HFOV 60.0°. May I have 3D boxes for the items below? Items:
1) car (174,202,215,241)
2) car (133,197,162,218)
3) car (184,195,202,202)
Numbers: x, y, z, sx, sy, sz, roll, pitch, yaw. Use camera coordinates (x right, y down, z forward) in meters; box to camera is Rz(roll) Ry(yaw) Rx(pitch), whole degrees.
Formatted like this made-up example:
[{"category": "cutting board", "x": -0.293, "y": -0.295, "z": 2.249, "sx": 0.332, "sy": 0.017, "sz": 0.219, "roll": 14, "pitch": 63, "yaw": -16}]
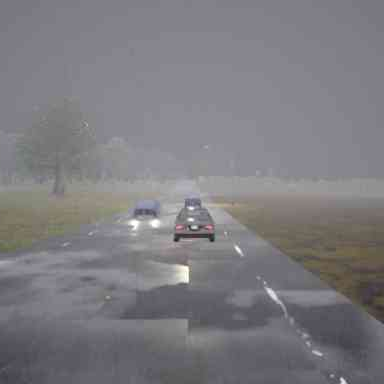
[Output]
[{"category": "car", "x": 0.103, "y": 1.458, "z": 16.021, "sx": 2.033, "sy": 1.411, "sz": 5.357, "roll": 0, "pitch": 1, "yaw": 0}, {"category": "car", "x": -3.596, "y": 1.232, "z": 27.396, "sx": 1.882, "sy": 1.535, "sz": 5.008, "roll": 0, "pitch": 1, "yaw": 0}, {"category": "car", "x": 0.102, "y": 1.032, "z": 39.076, "sx": 1.882, "sy": 1.535, "sz": 5.008, "roll": 0, "pitch": 1, "yaw": 0}]
